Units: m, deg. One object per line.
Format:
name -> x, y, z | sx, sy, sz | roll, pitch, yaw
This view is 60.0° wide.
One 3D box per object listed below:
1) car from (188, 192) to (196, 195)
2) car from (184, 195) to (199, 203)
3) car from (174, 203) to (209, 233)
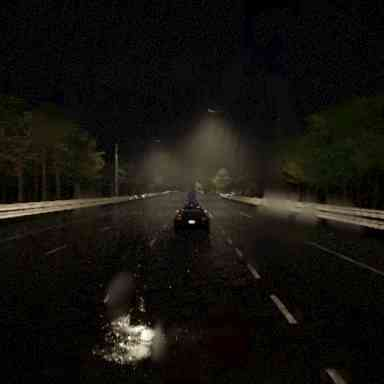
car -> -0.075, 0.959, 80.867 | 2.150, 2.045, 5.566 | 0, 0, 0
car -> -0.042, 1.489, 44.784 | 1.812, 1.442, 4.674 | 0, 0, 0
car -> -0.017, 1.555, 19.644 | 1.994, 1.385, 4.181 | 0, 0, 0
